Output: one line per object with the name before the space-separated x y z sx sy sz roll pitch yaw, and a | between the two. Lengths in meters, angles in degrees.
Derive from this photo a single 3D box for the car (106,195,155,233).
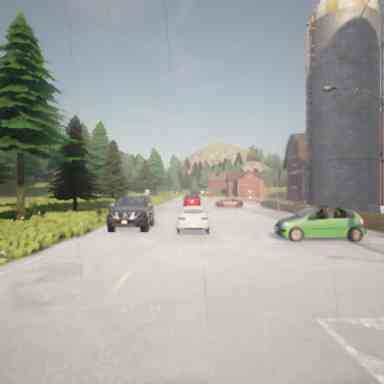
car | -3.546 1.225 20.194 2.150 2.045 5.566 0 0 0

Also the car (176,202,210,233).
car | 0.059 1.537 19.553 1.812 1.442 4.674 0 0 0

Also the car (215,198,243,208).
car | 5.449 1.576 48.942 4.181 1.381 1.994 0 0 -1

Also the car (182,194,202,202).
car | 0.005 1.248 41.096 2.150 2.045 5.566 0 0 0

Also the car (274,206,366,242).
car | 6.009 1.490 15.935 3.988 1.617 1.851 0 0 -1
